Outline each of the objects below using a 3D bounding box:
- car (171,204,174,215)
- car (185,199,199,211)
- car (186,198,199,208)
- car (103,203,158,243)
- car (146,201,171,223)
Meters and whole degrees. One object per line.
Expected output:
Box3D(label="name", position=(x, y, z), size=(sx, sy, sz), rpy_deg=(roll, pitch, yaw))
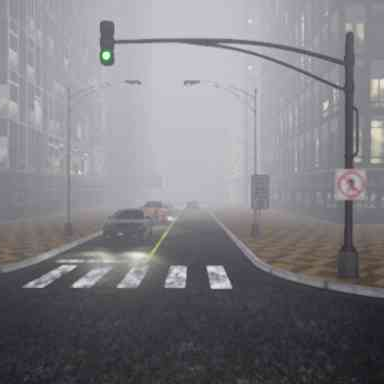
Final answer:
Box3D(label="car", position=(-3.072, 1.825, 36.624), size=(1.895, 1.301, 4.718), rpy_deg=(0, 0, 0))
Box3D(label="car", position=(0.025, 1.855, 46.644), size=(2.033, 1.411, 5.357), rpy_deg=(0, 0, 0))
Box3D(label="car", position=(0.031, 1.880, 57.061), size=(2.128, 1.511, 4.902), rpy_deg=(0, 0, 0))
Box3D(label="car", position=(-3.085, 1.560, 16.846), size=(1.882, 1.535, 5.008), rpy_deg=(0, 0, 0))
Box3D(label="car", position=(-3.078, 1.505, 26.741), size=(2.097, 1.767, 4.553), rpy_deg=(0, 0, 0))
